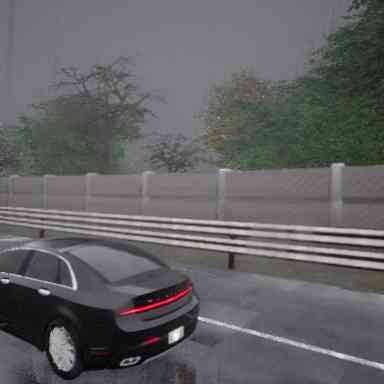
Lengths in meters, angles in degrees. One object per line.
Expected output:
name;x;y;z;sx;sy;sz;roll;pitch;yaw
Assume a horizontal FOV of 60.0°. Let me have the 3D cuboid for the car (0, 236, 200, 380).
car;-2.169;1.506;5.535;4.892;1.490;1.837;0;0;35
